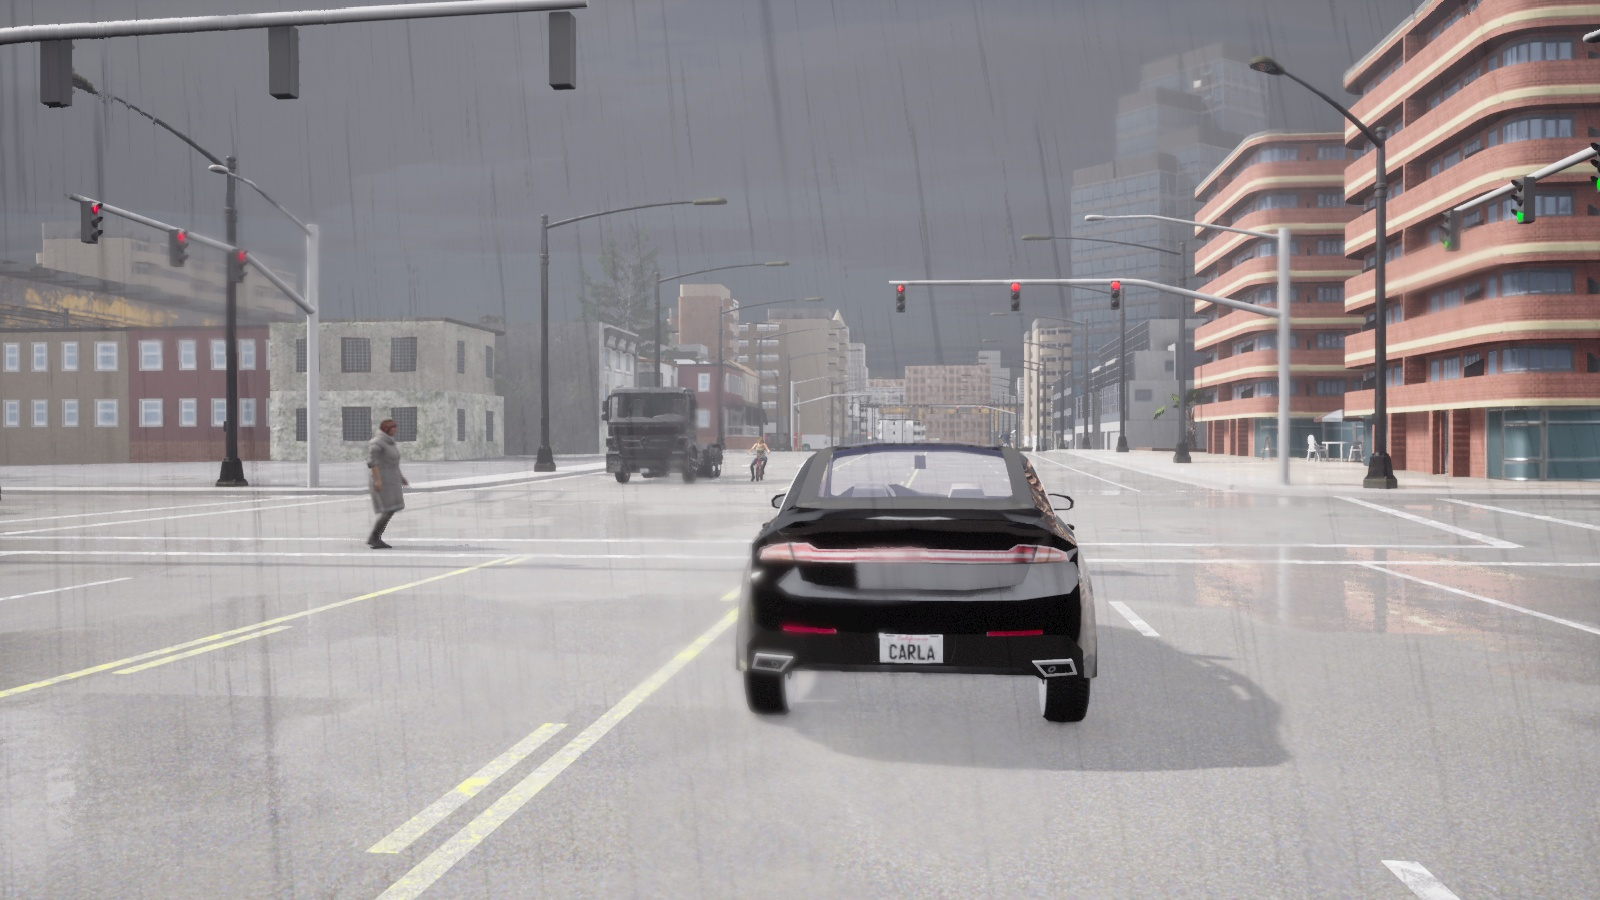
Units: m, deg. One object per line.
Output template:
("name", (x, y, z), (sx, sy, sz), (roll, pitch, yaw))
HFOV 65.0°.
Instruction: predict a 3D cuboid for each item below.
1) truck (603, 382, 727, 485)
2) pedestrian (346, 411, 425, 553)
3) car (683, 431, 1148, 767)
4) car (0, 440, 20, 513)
("truck", (-4.788, -0.636, 46.411), (2.891, 3.462, 7.936), (0, 1, 6))
("pedestrian", (-5.820, 0.437, 17.674), (0.873, 1.952, 0.659), (0, 0, 2))
("car", (0.778, 0.657, 8.211), (2.128, 1.511, 4.902), (0, 0, 6))
("car", (-18.780, 0.563, 26.411), (3.705, 1.549, 1.789), (0, 0, 6))
